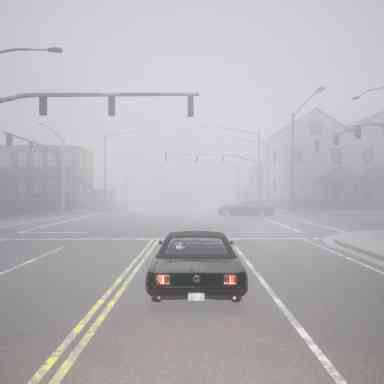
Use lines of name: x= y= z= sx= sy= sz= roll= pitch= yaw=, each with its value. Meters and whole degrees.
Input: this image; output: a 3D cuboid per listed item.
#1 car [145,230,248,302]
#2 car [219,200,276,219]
car: x=0.101 y=1.601 z=8.210 sx=1.895 sy=1.301 sz=4.718 roll=0 pitch=0 yaw=0
car: x=4.824 y=1.478 z=29.310 sx=5.008 sy=1.535 sz=1.882 roll=1 pitch=1 yaw=20
